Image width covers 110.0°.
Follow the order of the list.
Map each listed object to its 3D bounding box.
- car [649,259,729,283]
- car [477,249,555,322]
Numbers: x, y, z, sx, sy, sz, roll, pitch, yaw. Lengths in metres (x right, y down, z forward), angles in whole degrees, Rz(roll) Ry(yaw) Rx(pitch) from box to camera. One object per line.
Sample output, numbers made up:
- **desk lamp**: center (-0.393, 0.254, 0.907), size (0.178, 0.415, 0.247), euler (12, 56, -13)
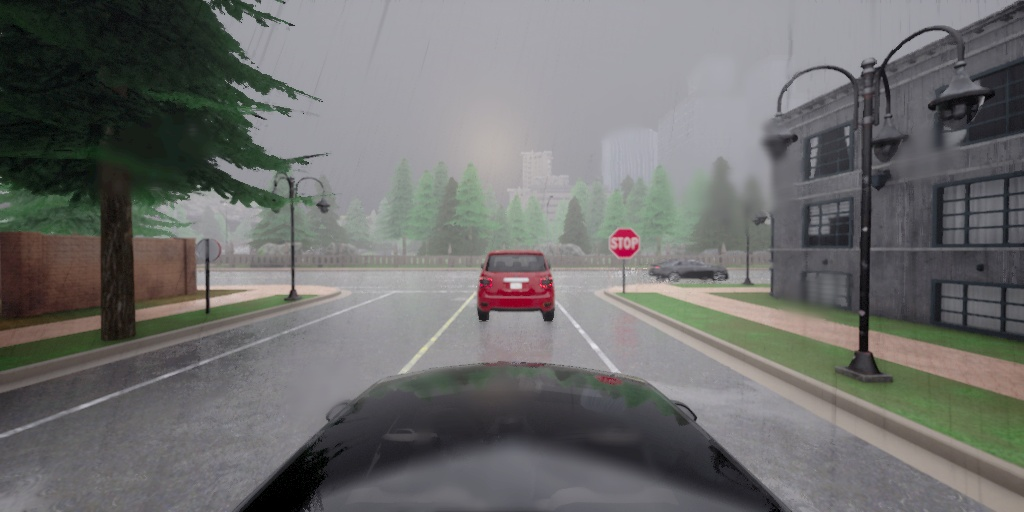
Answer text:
- **car**: center (11.408, 0.933, 23.207), size (4.902, 1.511, 2.128), euler (0, 1, -3)
- **car**: center (0.124, 0.809, 11.765), size (2.150, 2.045, 5.566), euler (0, 1, 0)
